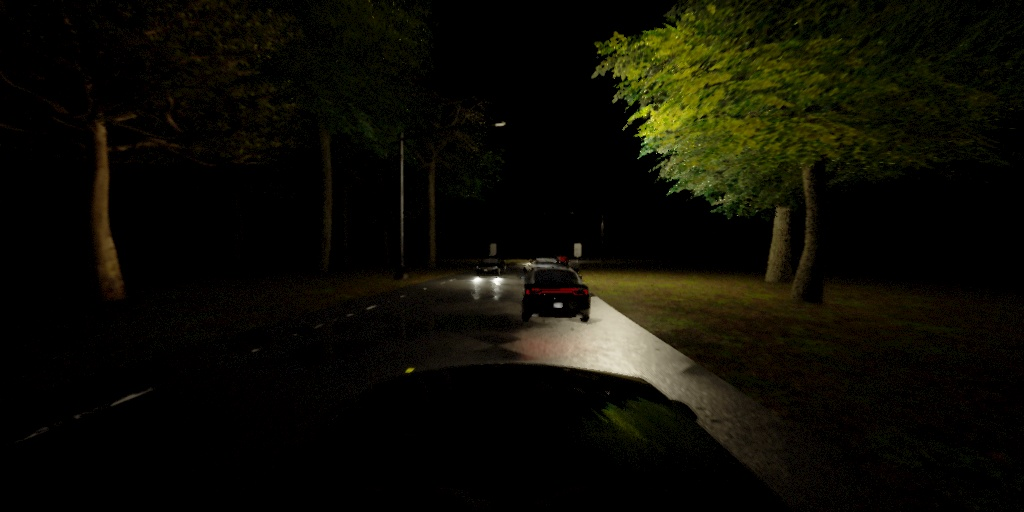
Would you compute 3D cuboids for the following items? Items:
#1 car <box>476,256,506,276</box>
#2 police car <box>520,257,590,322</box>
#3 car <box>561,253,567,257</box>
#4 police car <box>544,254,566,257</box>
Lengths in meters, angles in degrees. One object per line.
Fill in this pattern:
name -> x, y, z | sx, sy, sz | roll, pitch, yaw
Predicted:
car -> -1.705, 0.805, 30.069 | 1.882, 1.535, 5.008 | 0, 1, 7
police car -> 1.294, 1.018, 11.754 | 1.930, 1.638, 5.238 | 0, 1, 3
car -> 8.316, 0.356, 61.262 | 2.097, 1.767, 4.553 | 1, 1, 17
police car -> 1.994, 0.882, 21.605 | 1.930, 1.638, 5.238 | 0, 1, 5
